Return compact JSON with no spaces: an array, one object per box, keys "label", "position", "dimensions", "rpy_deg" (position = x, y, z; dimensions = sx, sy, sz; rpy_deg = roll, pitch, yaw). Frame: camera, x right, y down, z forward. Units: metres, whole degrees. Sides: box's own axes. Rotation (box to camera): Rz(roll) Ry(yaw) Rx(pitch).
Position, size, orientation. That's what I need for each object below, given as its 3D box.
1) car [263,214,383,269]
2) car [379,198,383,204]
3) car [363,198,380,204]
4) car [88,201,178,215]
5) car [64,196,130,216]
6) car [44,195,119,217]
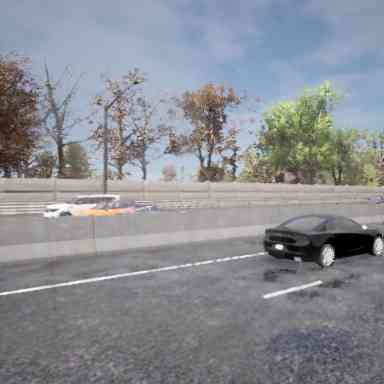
[{"label":"car","position":[4.609,1.487,11.335],"dimensions":[5.008,1.535,1.882],"rpy_deg":[0,0,-36]},{"label":"car","position":[28.494,1.628,45.779],"dimensions":[5.357,1.411,2.033],"rpy_deg":[0,0,-35]},{"label":"car","position":[27.469,1.631,49.322],"dimensions":[5.357,1.411,2.033],"rpy_deg":[0,0,-35]},{"label":"car","position":[-3.003,1.500,19.048],"dimensions":[4.902,1.511,2.128],"rpy_deg":[0,0,-35]},{"label":"car","position":[-5.489,1.360,21.573],"dimensions":[4.553,1.767,2.097],"rpy_deg":[0,0,-35]},{"label":"car","position":[-7.702,1.229,24.295],"dimensions":[5.566,2.045,2.150],"rpy_deg":[0,0,-36]}]
